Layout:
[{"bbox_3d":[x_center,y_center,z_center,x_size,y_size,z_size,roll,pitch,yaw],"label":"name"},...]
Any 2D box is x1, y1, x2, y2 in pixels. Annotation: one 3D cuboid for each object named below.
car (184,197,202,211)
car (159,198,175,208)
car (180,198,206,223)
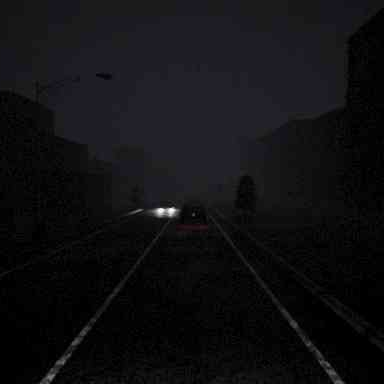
[{"bbox_3d":[0.090,1.468,42.098,2.128,1.511,4.902,0,0,0],"label":"car"},{"bbox_3d":[-3.532,1.571,47.375,1.895,1.301,4.718,0,0,0],"label":"car"},{"bbox_3d":[0.109,1.490,26.030,1.882,1.535,5.008,0,0,0],"label":"car"}]
